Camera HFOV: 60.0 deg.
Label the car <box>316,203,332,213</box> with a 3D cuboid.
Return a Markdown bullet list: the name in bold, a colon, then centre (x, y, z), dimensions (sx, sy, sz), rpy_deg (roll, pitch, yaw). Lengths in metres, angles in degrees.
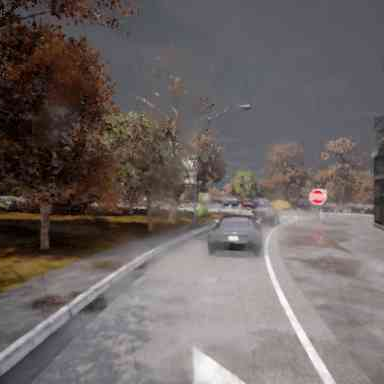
- **car**: centre (18.504, 2.317, 50.974), dimensions (2.231, 1.521, 4.892), rpy_deg (3, -1, -11)

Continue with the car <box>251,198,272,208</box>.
- **car**: centre (13.192, 2.128, 63.465), dimensions (1.946, 1.575, 5.366), rpy_deg (4, -1, -11)

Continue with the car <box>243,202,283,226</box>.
- **car**: centre (5.480, 1.757, 25.193), dimensions (1.812, 1.442, 4.674), rpy_deg (0, -1, 22)

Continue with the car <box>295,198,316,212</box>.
- **car**: centre (15.779, 1.897, 50.483), dimensions (2.435, 2.045, 5.566), rpy_deg (4, -1, -11)

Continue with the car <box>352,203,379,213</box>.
- **car**: centre (35.020, 3.195, 67.303), dimensions (1.946, 1.575, 5.366), rpy_deg (2, 0, -11)

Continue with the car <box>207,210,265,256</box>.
- **car**: centre (1.837, 1.620, 13.595), dimensions (1.994, 1.385, 4.181), rpy_deg (0, -1, 11)

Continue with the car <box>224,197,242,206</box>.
- **car**: centre (7.635, 1.797, 62.206), dimensions (2.002, 1.452, 4.674), rpy_deg (4, -1, -11)

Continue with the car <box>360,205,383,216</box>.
- **car**: centre (29.440, 2.914, 53.063), dimensions (2.163, 1.488, 4.792), rpy_deg (3, 0, -11)

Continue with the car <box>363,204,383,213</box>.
- **car**: centre (37.720, 3.292, 68.019), dimensions (2.097, 1.535, 5.008), rpy_deg (2, 0, -11)

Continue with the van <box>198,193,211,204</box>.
- **van**: centre (2.332, 1.152, 61.049), dimensions (1.878, 1.987, 4.442), rpy_deg (4, 0, -11)

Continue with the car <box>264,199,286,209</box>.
- **car**: centre (15.932, 2.297, 63.994), dimensions (1.946, 1.575, 5.366), rpy_deg (4, -1, -11)

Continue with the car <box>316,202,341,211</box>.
- **car**: centre (26.906, 2.871, 65.919), dimensions (2.231, 1.521, 4.892), rpy_deg (3, 0, -11)

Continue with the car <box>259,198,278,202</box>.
- **car**: centre (10.311, 1.657, 49.430), dimensions (2.185, 1.767, 4.553), rpy_deg (4, -1, -11)

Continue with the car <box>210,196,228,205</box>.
- **car**: centre (4.908, 1.602, 61.679), dimensions (2.002, 1.452, 4.674), rpy_deg (4, -1, -11)

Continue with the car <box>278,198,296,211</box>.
- **car**: centre (13.033, 1.969, 49.918), dimensions (2.097, 1.535, 5.008), rpy_deg (4, -1, -11)

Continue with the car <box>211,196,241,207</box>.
- **car**: centre (4.857, 1.423, 48.315), dimensions (2.163, 1.488, 4.792), rpy_deg (4, -1, -11)

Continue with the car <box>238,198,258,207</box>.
- **car**: centre (10.484, 1.982, 62.782), dimensions (2.163, 1.488, 4.792), rpy_deg (4, -1, -11)

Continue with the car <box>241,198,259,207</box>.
- **car**: centre (7.572, 1.618, 48.899), dimensions (2.163, 1.488, 4.792), rpy_deg (4, -1, -11)

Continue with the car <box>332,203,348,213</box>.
- **car**: centre (21.231, 2.504, 51.478), dimensions (2.163, 1.488, 4.792), rpy_deg (3, -1, -11)

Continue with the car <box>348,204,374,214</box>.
- **car**: centre (26.713, 2.631, 52.534), dimensions (2.185, 1.767, 4.553), rpy_deg (3, 0, -11)
